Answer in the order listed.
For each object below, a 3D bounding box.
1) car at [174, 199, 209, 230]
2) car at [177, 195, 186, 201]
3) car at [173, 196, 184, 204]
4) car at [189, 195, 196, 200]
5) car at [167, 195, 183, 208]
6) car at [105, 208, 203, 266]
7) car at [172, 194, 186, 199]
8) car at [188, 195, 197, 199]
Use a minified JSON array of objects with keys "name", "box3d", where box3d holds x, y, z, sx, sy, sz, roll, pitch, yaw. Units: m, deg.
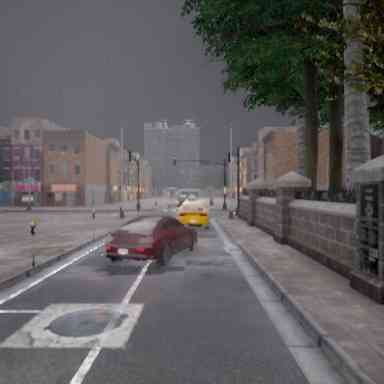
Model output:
[{"name":"car","box3d":[0.077,1.464,21.084,1.882,1.535,5.008,0,0,1]},{"name":"car","box3d":[-2.520,1.523,80.278,2.008,1.369,4.403,0,0,0]},{"name":"car","box3d":[-2.544,1.499,63.752,1.752,1.417,4.829,0,0,0]},{"name":"car","box3d":[0.132,1.375,88.536,1.994,1.385,4.181,0,0,0]},{"name":"car","box3d":[-2.569,1.502,47.395,1.752,1.417,4.829,0,0,0]},{"name":"car","box3d":[-1.233,1.518,11.548,1.812,1.442,4.674,0,0,18]},{"name":"car","box3d":[-2.561,1.290,53.017,2.192,1.841,5.009,0,0,0]},{"name":"car","box3d":[0.117,1.561,78.560,1.895,1.301,4.718,0,0,0]}]
